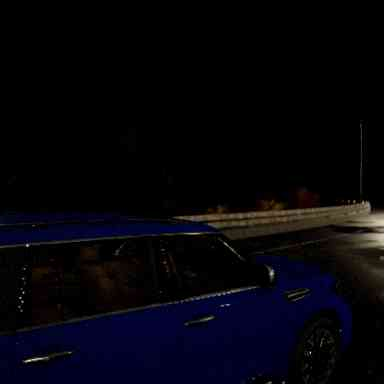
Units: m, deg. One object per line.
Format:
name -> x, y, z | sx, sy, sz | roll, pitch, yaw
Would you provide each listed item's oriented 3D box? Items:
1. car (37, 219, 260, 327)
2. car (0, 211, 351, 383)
car -> -0.765, 1.532, 7.780 | 4.892, 1.490, 1.837 | 0, 0, -38
car -> -0.638, 1.231, 3.432 | 5.566, 2.045, 2.150 | 0, 0, -36
